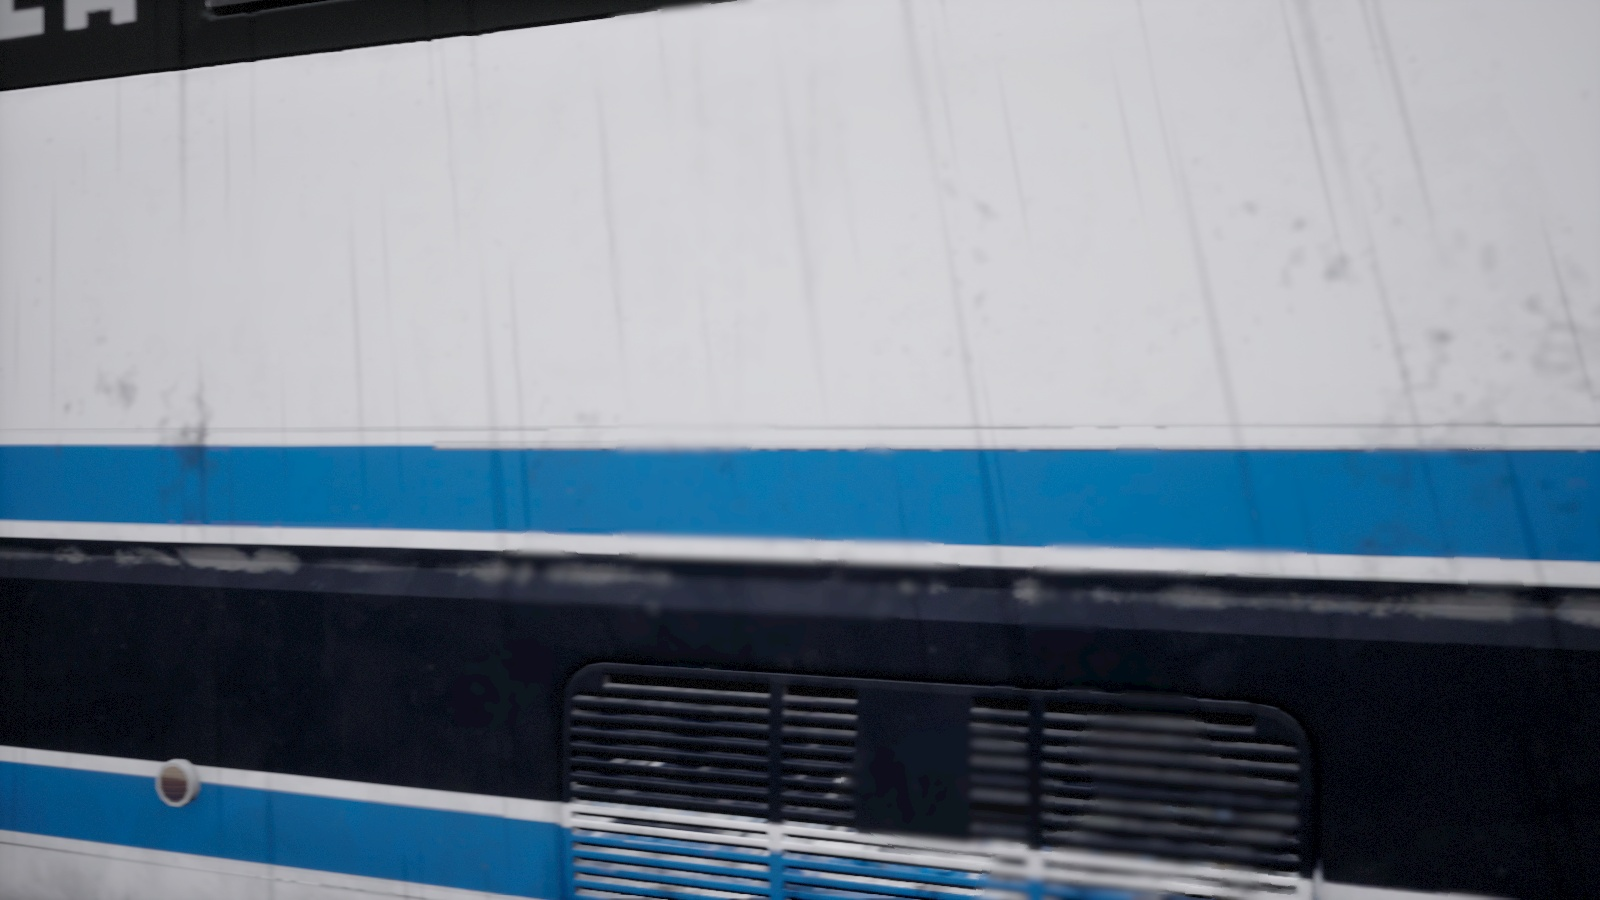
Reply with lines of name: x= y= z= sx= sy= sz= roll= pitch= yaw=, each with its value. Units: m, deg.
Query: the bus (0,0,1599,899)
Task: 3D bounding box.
bus: x=-0.166 y=-0.611 z=3.755 sx=10.273 sy=4.253 sz=3.944 roll=1 pitch=1 yaw=19
